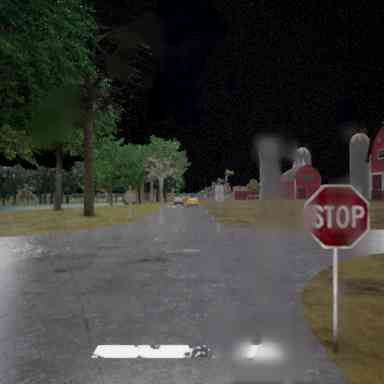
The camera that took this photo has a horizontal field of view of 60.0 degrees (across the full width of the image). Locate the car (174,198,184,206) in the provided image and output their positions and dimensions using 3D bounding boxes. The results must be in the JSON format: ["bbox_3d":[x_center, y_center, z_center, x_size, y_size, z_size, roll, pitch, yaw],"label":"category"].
[{"bbox_3d":[-2.590,1.866,65.363,1.882,1.535,5.008,0,-1,0],"label":"car"}]

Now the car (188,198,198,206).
[{"bbox_3d":[0.149,1.801,60.768,1.882,1.535,5.008,0,-1,0],"label":"car"}]

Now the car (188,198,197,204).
[{"bbox_3d":[0.175,1.906,71.219,1.895,1.301,4.718,0,-1,0],"label":"car"}]
